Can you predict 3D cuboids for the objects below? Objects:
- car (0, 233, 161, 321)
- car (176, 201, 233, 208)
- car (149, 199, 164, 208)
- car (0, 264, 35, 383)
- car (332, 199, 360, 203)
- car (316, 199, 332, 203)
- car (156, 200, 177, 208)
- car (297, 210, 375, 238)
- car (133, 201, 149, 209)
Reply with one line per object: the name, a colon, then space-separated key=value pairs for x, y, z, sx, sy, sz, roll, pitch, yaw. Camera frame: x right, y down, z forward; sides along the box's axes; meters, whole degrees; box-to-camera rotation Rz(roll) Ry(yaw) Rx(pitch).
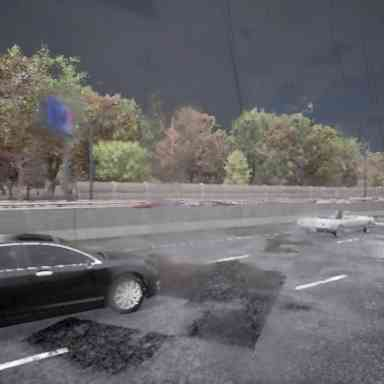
car: x=-2.892 y=1.506 z=5.983 sx=4.892 sy=1.490 sz=1.837 roll=0 pitch=0 yaw=-36
car: x=1.497 y=1.529 z=26.553 sx=4.892 sy=1.490 sz=1.837 roll=0 pitch=0 yaw=-35
car: x=-1.699 y=1.591 z=32.868 sx=4.181 sy=1.385 sz=1.994 roll=0 pitch=0 yaw=-35
car: x=-3.460 y=1.503 z=1.282 sx=4.892 sy=1.490 sz=1.837 roll=0 pitch=0 yaw=-35
car: x=24.276 y=1.723 z=51.299 sx=4.718 sy=1.301 sz=1.895 roll=0 pitch=0 yaw=-35
car: x=22.218 y=1.723 z=54.129 sx=4.718 sy=1.301 sz=1.895 roll=0 pitch=0 yaw=-35
car: x=-0.398 y=1.626 z=29.501 sx=4.718 sy=1.301 sz=1.895 roll=0 pitch=0 yaw=-35
car: x=7.908 y=1.625 z=17.986 sx=4.718 sy=1.301 sz=1.895 roll=0 pitch=0 yaw=-36
car: x=-3.844 y=1.504 z=35.638 sx=5.008 sy=1.535 sz=1.882 roll=0 pitch=0 yaw=-35
